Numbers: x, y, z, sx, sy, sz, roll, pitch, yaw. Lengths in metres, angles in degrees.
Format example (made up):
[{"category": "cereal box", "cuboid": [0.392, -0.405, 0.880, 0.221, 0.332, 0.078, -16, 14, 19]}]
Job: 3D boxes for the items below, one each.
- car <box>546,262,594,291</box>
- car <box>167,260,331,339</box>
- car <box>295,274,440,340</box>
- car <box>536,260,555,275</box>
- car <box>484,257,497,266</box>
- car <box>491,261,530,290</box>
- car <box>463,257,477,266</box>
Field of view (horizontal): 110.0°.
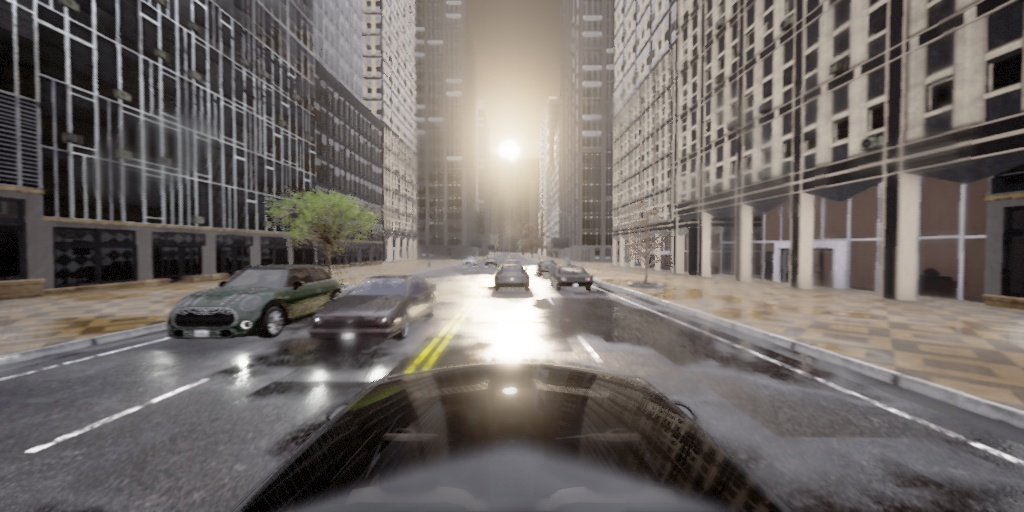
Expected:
[{"category": "car", "cuboid": [3.265, 1.196, 20.590, 1.895, 1.301, 4.718, 0, 0, 0]}, {"category": "car", "cuboid": [-6.588, 1.037, 9.856, 2.097, 1.767, 4.553, 0, 0, 0]}, {"category": "car", "cuboid": [-3.342, 1.231, 9.976, 2.033, 1.411, 5.357, 0, 0, 0]}, {"category": "car", "cuboid": [3.300, 1.032, 33.757, 2.033, 1.411, 5.357, 0, 1, 1]}, {"category": "car", "cuboid": [-3.277, 0.832, 56.306, 2.033, 1.411, 5.357, 0, 1, 1]}, {"category": "car", "cuboid": [0.015, 1.158, 20.789, 1.994, 1.385, 4.181, 0, 0, 0]}, {"category": "car", "cuboid": [-6.534, 0.809, 56.304, 1.812, 1.442, 4.674, 0, 1, 1]}]
